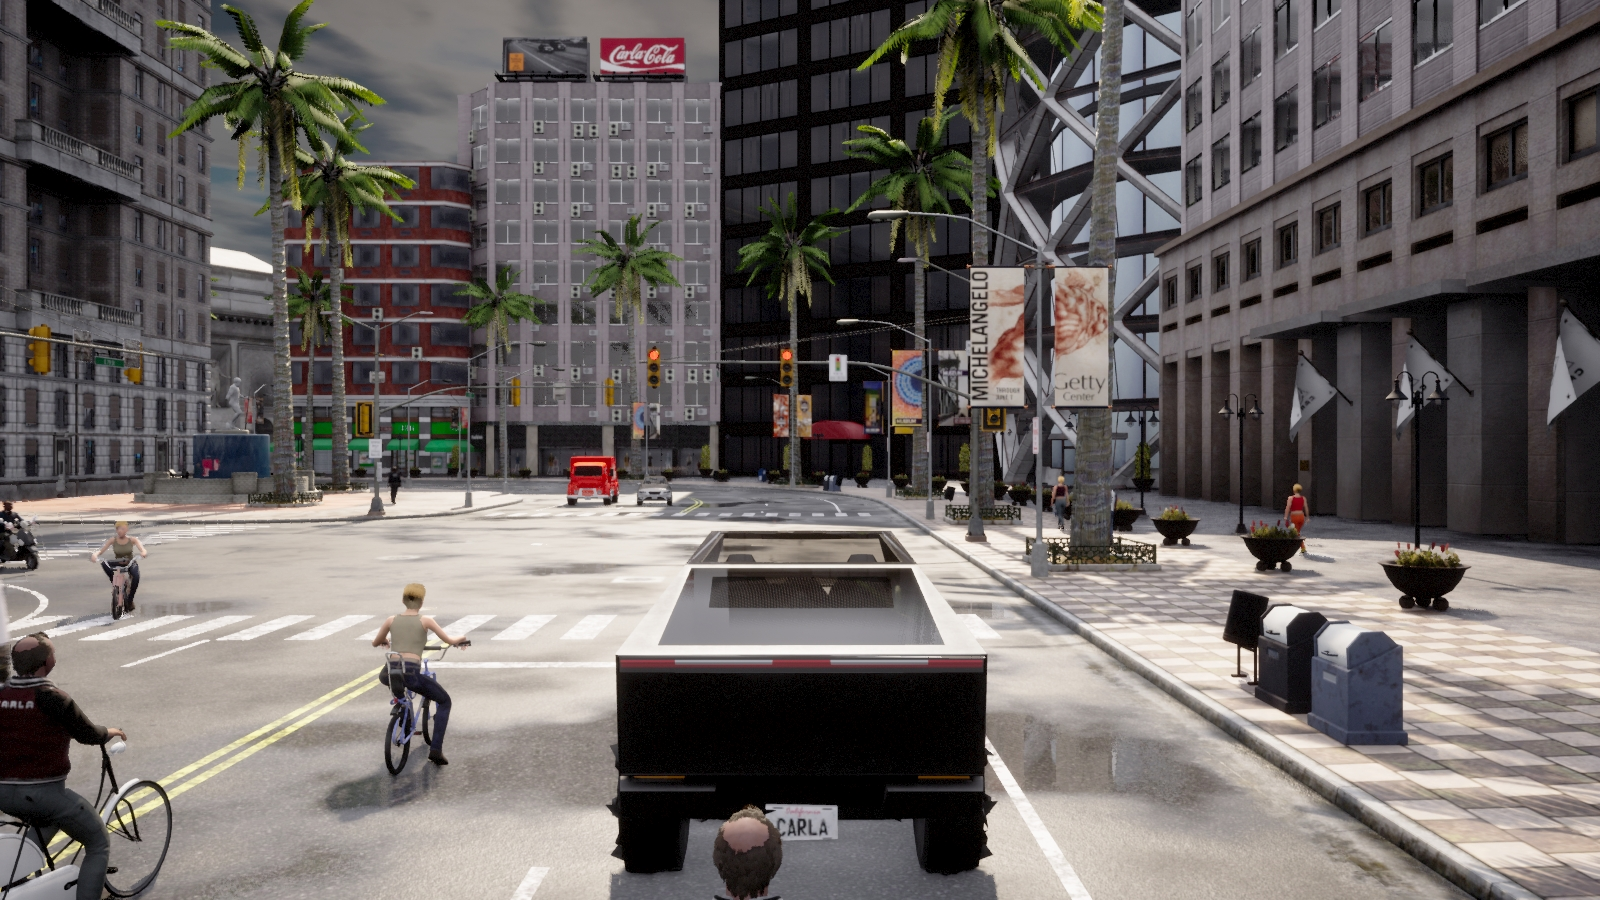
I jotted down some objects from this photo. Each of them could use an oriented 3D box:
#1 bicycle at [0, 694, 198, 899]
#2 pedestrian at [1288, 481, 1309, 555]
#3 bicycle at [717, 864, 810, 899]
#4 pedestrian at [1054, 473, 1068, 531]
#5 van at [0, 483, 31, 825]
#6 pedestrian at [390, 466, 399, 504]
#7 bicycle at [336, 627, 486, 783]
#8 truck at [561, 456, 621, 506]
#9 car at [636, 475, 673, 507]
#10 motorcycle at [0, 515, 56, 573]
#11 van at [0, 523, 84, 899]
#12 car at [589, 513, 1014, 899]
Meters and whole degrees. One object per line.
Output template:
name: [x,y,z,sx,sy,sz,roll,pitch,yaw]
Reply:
bicycle: [-4.243,2.210,6.662,0.329,1.171,1.835,0,0,6]
pedestrian: [12.530,1.704,28.730,0.375,1.860,0.375,0,0,3]
bicycle: [-0.147,2.210,3.549,0.329,1.171,1.835,0,0,1]
pedestrian: [8.537,1.698,37.317,0.375,1.860,0.375,0,0,1]
van: [-6.997,1.534,5.954,1.988,2.561,5.915,0,0,0]
pedestrian: [-19.731,1.696,55.571,0.375,1.860,0.375,0,0,-26]
bicycle: [-3.473,2.256,10.347,0.859,1.080,1.487,0,0,0]
truck: [-10.821,1.568,59.475,2.627,2.467,5.204,0,0,-5]
car: [-7.460,2.066,58.811,1.816,1.474,4.193,0,0,-7]
motorcycle: [-18.441,2.182,26.730,1.805,1.236,0.856,0,0,22]
van: [-3.501,1.534,1.043,1.988,2.561,5.915,0,0,0]
car: [0.011,1.753,9.550,2.390,2.098,6.274,0,0,0]
